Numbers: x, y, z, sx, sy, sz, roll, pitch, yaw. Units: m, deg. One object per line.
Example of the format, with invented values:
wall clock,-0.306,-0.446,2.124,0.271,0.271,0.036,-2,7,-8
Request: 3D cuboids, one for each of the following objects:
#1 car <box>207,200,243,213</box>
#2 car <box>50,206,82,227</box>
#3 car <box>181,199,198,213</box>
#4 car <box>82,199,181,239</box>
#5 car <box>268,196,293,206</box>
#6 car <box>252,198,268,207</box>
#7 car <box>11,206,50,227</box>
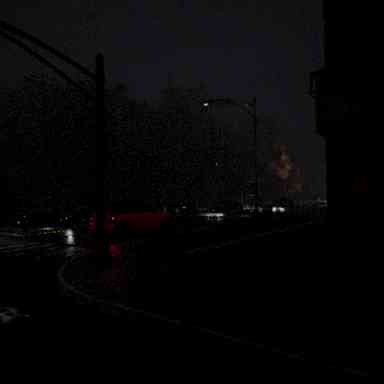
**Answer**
car,3.821,1.561,37.272,2.033,1.411,5.357,-1,-1,37
car,-6.833,1.539,22.898,1.837,1.490,4.892,-1,-1,37
car,-1.302,1.556,35.818,2.128,1.511,4.902,-1,-1,37
car,-2.925,1.284,17.088,2.097,1.767,4.553,-1,-1,37
car,13.737,1.357,50.497,1.994,1.385,4.181,-1,-1,37
car,11.111,1.649,52.406,1.895,1.301,4.718,-1,-1,37
car,-10.195,1.683,23.817,1.895,1.301,4.718,-1,-1,37
